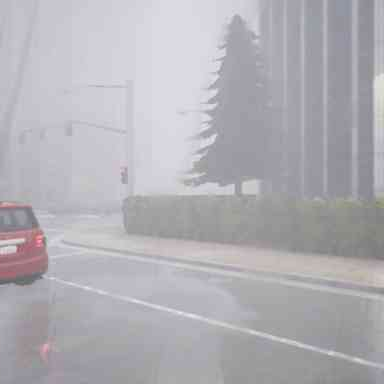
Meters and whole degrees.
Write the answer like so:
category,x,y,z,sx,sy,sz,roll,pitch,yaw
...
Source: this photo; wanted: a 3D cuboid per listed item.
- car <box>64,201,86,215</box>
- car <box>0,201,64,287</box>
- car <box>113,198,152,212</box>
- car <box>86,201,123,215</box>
category,x,y,z,sx,sy,sz,roll,pitch,yaw
car,-12.320,1.559,33.497,1.994,1.385,4.181,0,0,36
car,-5.795,1.222,8.118,5.566,2.045,2.150,0,0,35
car,-7.150,1.521,40.564,1.812,1.442,4.674,0,0,36
car,-8.048,1.559,33.414,1.994,1.385,4.181,0,0,36
